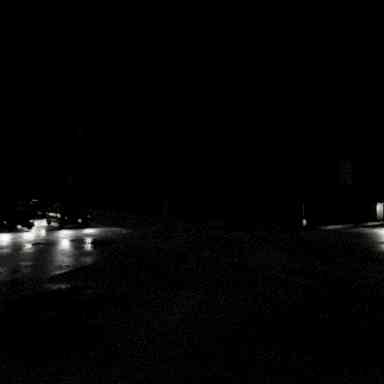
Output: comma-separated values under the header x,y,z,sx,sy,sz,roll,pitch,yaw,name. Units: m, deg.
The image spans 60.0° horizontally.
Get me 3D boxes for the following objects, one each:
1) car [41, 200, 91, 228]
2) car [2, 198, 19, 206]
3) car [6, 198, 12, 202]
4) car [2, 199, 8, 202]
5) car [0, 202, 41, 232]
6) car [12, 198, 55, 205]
x,y,z,sx,sy,sz,roll,pitch,yaw,name
-8.631,1.576,23.011,1.837,1.490,4.892,1,0,-39,car
-30.852,1.693,56.456,1.895,1.301,4.718,1,0,-38,car
-20.710,1.663,38.043,1.895,1.301,4.718,1,0,-39,car
-17.589,1.506,28.568,1.882,1.535,5.008,1,0,-39,car
-11.446,1.581,20.927,2.033,1.411,5.357,1,0,-39,car
-14.526,1.559,30.346,2.128,1.511,4.902,1,0,-39,car
